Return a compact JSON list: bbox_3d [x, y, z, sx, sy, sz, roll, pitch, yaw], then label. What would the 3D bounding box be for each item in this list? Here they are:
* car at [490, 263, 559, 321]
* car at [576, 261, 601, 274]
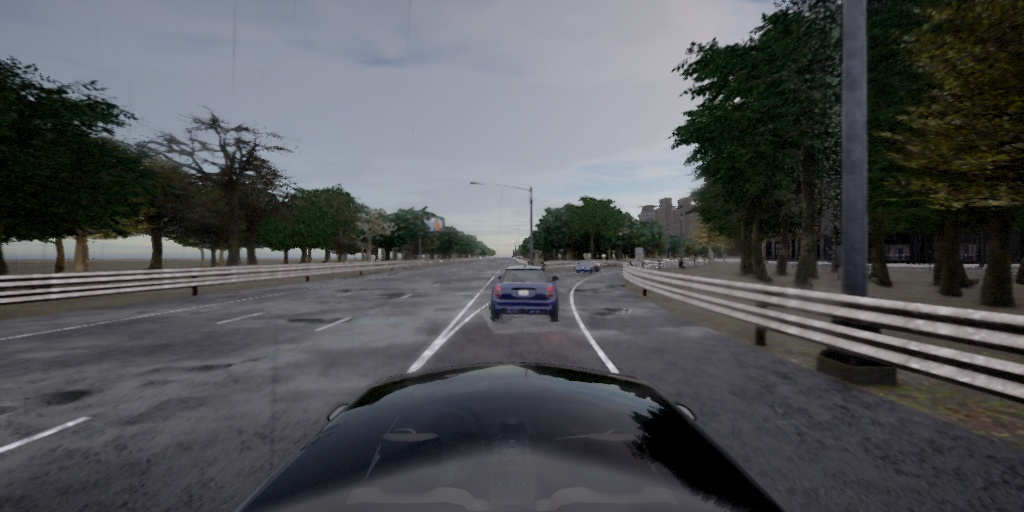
[{"bbox_3d":[0.573,1.113,12.692,2.097,1.767,4.553,0,0,6],"label":"car"},{"bbox_3d":[8.866,1.332,41.405,2.033,1.411,5.357,0,0,27],"label":"car"}]
